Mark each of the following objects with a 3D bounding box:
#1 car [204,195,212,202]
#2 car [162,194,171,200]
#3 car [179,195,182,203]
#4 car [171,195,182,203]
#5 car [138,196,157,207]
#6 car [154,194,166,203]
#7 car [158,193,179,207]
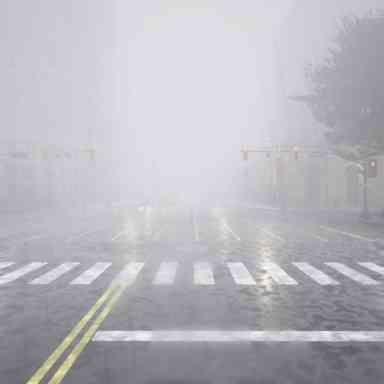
[{"bbox_3d":[3.691,1.524,78.514,2.128,1.511,4.902,0,0,1],"label":"car"},{"bbox_3d":[-6.708,1.273,88.210,1.994,1.385,4.181,0,0,1],"label":"car"},{"bbox_3d":[-3.516,1.222,63.910,2.150,2.045,5.566,0,0,1],"label":"car"},{"bbox_3d":[-3.354,1.524,74.369,2.128,1.511,4.902,0,0,1],"label":"car"},{"bbox_3d":[-7.081,1.563,51.602,1.994,1.385,4.181,0,0,0],"label":"car"},{"bbox_3d":[-6.876,1.354,72.265,2.097,1.767,4.553,0,0,1],"label":"car"},{"bbox_3d":[-3.584,1.351,51.165,2.097,1.767,4.553,0,0,0],"label":"car"}]
